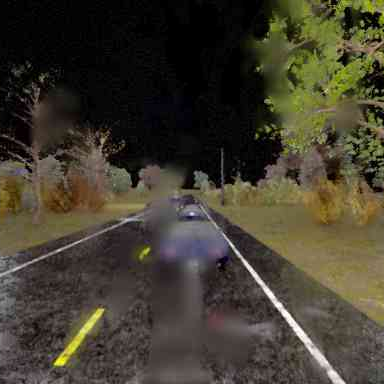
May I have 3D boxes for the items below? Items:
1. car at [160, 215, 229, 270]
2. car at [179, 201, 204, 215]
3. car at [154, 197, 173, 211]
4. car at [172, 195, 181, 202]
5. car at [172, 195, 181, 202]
[{"bbox_3d":[0.062,1.657,11.164,1.895,1.301,4.718,0,0,0],"label":"car"},{"bbox_3d":[0.000,1.703,28.393,1.994,1.385,4.181,0,0,0],"label":"car"},{"bbox_3d":[-3.898,1.766,44.098,1.994,1.385,4.181,0,0,-2],"label":"car"},{"bbox_3d":[-3.860,1.577,83.900,2.097,1.767,4.553,0,0,0],"label":"car"},{"bbox_3d":[-3.708,1.603,76.652,1.882,1.535,5.008,0,0,-2],"label":"car"}]
